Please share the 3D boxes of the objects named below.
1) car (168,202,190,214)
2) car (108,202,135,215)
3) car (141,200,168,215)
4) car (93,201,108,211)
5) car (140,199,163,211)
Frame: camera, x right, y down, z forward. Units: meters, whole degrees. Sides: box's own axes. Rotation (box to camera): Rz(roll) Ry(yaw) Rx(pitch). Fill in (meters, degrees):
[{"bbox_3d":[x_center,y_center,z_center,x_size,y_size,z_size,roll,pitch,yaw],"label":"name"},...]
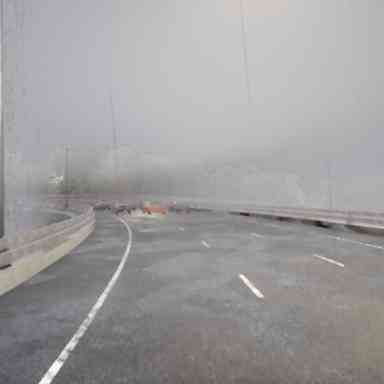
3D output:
[{"bbox_3d":[-1.784,2.023,43.406,2.128,1.511,4.902,0,-1,-23],"label":"car"},{"bbox_3d":[-9.199,2.105,42.942,1.837,1.490,4.892,0,-1,-23],"label":"car"},{"bbox_3d":[-4.941,1.896,41.808,2.097,1.767,4.553,0,-1,-21],"label":"car"},{"bbox_3d":[-14.438,2.279,53.275,1.837,1.490,4.892,0,-1,-32],"label":"car"},{"bbox_3d":[-6.551,2.050,53.473,2.097,1.767,4.553,0,-1,-30],"label":"car"}]
